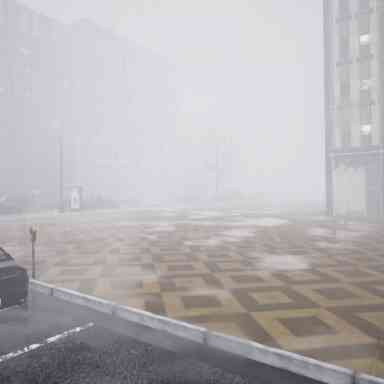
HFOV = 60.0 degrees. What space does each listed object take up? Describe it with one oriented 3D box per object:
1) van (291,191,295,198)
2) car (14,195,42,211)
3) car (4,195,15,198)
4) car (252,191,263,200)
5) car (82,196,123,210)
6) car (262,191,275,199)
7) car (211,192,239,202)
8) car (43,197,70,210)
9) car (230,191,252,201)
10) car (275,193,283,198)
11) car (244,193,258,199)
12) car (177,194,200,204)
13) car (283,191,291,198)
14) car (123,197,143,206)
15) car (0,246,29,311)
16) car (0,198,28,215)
[{"bbox_3d":[25.406,0.654,86.526,1.690,1.788,3.998,-1,0,36],"label":"van"},{"bbox_3d":[-20.265,1.228,37.701,2.192,1.841,5.009,-1,0,36],"label":"car"},{"bbox_3d":[-20.675,1.385,32.710,1.882,1.535,5.008,-1,0,37],"label":"car"},{"bbox_3d":[12.447,1.046,68.613,1.802,1.307,4.206,-1,0,36],"label":"car"},{"bbox_3d":[-10.235,1.186,37.266,1.967,1.590,4.097,-1,0,36],"label":"car"},{"bbox_3d":[15.685,0.740,73.091,2.192,1.841,5.009,-1,0,36],"label":"car"},{"bbox_3d":[5.967,1.093,59.657,2.008,1.369,4.403,-1,0,36],"label":"car"},{"bbox_3d":[-15.112,1.360,40.406,1.812,1.442,4.674,-1,0,36],"label":"car"},{"bbox_3d":[9.207,1.048,64.135,1.887,1.381,4.507,-1,0,36],"label":"car"},{"bbox_3d":[18.927,0.938,77.569,2.008,1.369,4.403,-1,0,36],"label":"car"},{"bbox_3d":[15.380,1.040,86.961,1.947,1.339,4.313,-1,0,36],"label":"car"},{"bbox_3d":[-0.515,1.062,50.700,1.967,1.590,4.097,-1,0,36],"label":"car"},{"bbox_3d":[22.168,0.932,82.048,1.802,1.307,4.206,-1,0,36],"label":"car"},{"bbox_3d":[-9.405,1.361,48.290,1.895,1.301,4.718,-1,0,36],"label":"car"},{"bbox_3d":[-4.945,1.553,6.570,4.403,1.369,2.008,0,-1,35],"label":"car"},{"bbox_3d":[-16.714,1.413,28.309,1.802,1.307,4.206,-1,0,36],"label":"car"}]
